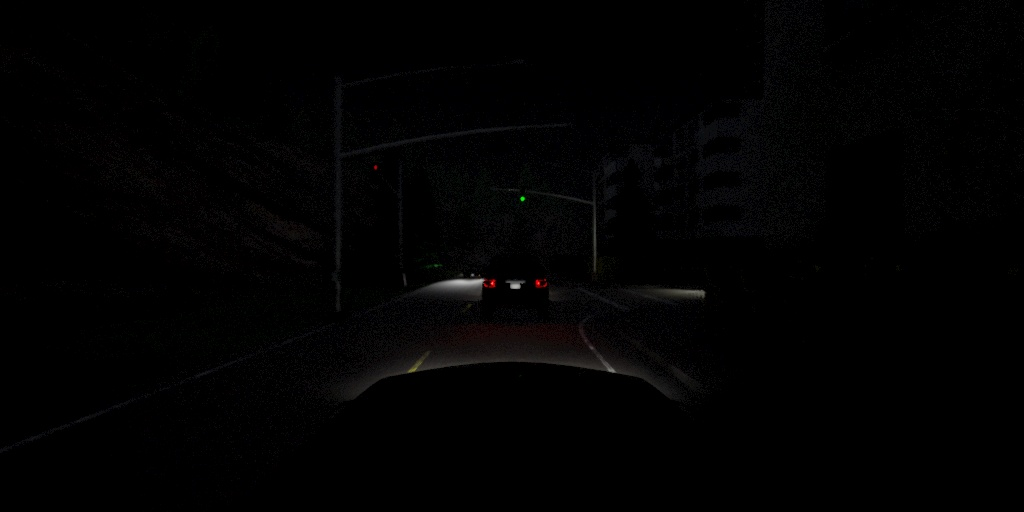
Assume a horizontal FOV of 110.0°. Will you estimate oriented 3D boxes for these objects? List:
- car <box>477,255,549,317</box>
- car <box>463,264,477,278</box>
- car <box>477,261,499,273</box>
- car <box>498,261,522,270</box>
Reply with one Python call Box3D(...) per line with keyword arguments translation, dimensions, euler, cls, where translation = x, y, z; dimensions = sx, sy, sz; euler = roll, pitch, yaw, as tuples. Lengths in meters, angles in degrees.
Box3D(translation=(0.104, 0.990, 13.448), dimensions=(2.150, 2.045, 5.566), euler=(0, 0, 0), cls="car")
Box3D(translation=(-3.510, 1.397, 34.503), dimensions=(1.895, 1.301, 4.718), euler=(0, 0, 1), cls="car")
Box3D(translation=(-2.961, 1.335, 44.543), dimensions=(1.812, 1.442, 4.674), euler=(0, 0, 8), cls="car")
Box3D(translation=(-0.252, 1.424, 54.295), dimensions=(1.895, 1.301, 4.718), euler=(0, 0, 25), cls="car")
